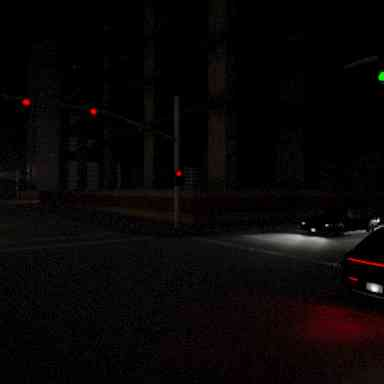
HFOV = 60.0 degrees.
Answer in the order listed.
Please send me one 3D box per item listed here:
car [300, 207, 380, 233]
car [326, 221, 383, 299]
[{"bbox_3d":[8.345,1.546,18.393,5.357,1.411,2.033,0,0,-35],"label":"car"},{"bbox_3d":[5.342,1.505,7.523,4.892,1.490,1.837,0,0,-35],"label":"car"}]
